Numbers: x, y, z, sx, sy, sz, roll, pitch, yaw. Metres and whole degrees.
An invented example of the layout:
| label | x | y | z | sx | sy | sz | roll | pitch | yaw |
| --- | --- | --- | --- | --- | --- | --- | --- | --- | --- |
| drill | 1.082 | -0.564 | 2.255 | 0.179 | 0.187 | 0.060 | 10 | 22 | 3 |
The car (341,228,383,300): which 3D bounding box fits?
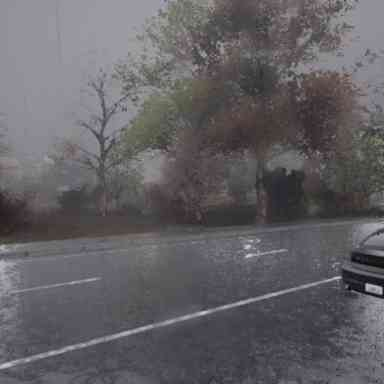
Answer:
| label | x | y | z | sx | sy | sz | roll | pitch | yaw |
| --- | --- | --- | --- | --- | --- | --- | --- | --- | --- |
| car | 5.299 | 1.488 | 7.397 | 4.892 | 1.490 | 1.837 | -1 | 0 | -34 |
